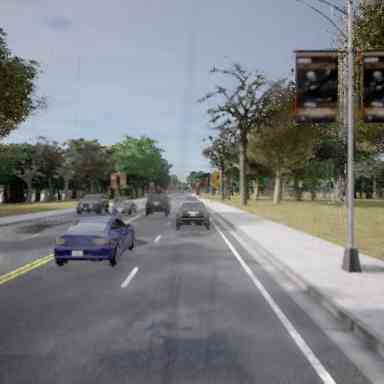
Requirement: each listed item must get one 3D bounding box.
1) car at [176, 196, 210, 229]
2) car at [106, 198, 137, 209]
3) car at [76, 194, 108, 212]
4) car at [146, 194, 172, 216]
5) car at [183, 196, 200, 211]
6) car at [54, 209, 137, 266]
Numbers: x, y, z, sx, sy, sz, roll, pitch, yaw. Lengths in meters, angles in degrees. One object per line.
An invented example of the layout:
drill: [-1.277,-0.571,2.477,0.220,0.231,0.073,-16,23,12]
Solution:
car: [0.052,1.364,21.827,2.097,1.767,4.553,0,0,0]
car: [-6.700,1.514,33.314,2.128,1.511,4.902,0,0,0]
car: [-9.956,1.244,33.892,2.150,2.045,5.566,0,0,0]
car: [-3.266,1.244,32.916,2.150,2.045,5.566,0,0,-1]
car: [-0.072,1.385,42.463,2.097,1.767,4.553,0,0,0]
car: [-3.165,1.531,11.479,1.812,1.442,4.674,0,0,0]
